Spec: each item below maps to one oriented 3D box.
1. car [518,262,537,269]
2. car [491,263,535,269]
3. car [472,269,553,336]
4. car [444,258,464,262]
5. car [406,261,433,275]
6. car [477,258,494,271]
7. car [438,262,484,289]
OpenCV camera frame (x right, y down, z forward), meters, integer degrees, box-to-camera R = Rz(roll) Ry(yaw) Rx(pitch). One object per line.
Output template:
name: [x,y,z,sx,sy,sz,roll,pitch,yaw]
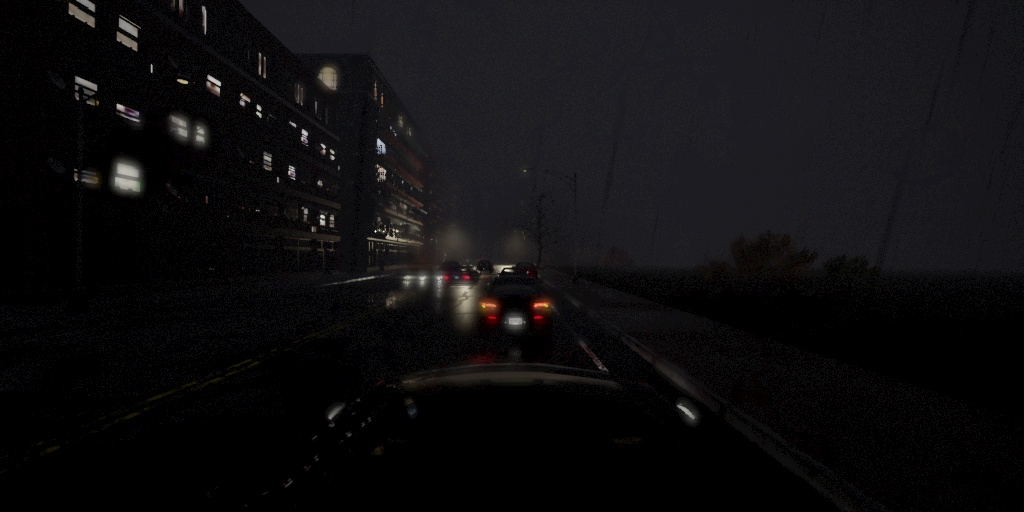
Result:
car: [1.071,1.232,29.935,1.882,1.535,5.008,0,0,0]
car: [0.057,1.317,20.407,1.994,1.385,4.181,0,0,0]
car: [0.072,1.277,10.239,1.812,1.442,4.674,0,0,0]
car: [-6.688,1.258,38.660,1.837,1.490,4.892,0,0,0]
car: [-9.938,1.231,38.750,1.882,1.535,5.008,0,0,0]
car: [-3.248,1.257,43.754,1.837,1.490,4.892,0,0,0]
car: [-3.201,1.300,23.097,2.033,1.411,5.357,0,0,0]
